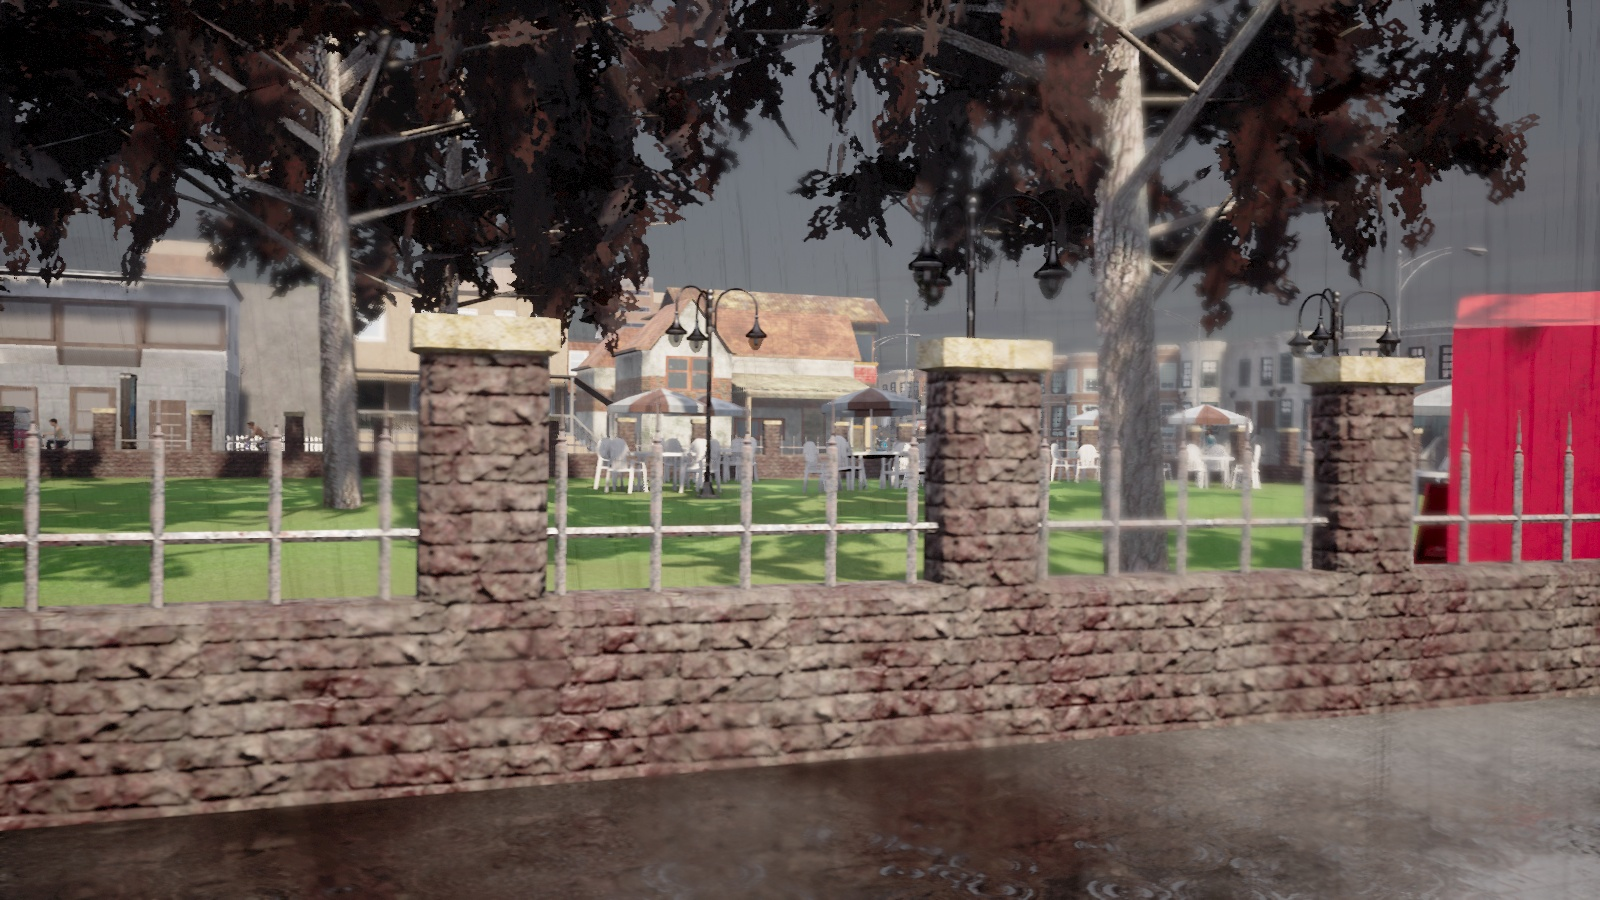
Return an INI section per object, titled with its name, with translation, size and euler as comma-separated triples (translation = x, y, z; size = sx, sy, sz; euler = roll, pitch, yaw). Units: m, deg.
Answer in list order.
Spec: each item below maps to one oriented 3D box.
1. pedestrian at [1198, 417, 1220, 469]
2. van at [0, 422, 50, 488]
[pedestrian]
translation = 15.268, -0.266, 46.855
size = 0.692, 1.930, 0.396
euler = -1, 1, -12
[van]
translation = -25.570, 0.159, 38.217
size = 4.442, 1.987, 1.775
euler = -1, 1, -21
